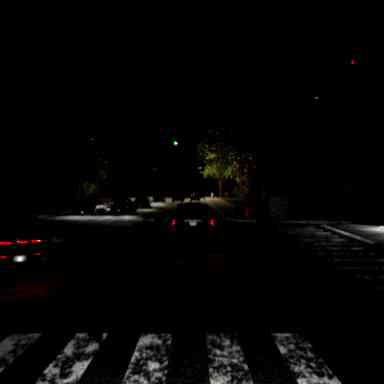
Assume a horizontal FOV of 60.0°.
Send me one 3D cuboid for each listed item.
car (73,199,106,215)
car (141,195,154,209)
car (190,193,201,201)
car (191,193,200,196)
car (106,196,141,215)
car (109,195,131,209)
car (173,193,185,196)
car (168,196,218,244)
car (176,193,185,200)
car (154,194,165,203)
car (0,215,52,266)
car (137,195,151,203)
[{"bbox_3d":[-9.759,1.396,32.378,2.033,1.411,5.357,0,0,1],"label":"car"},{"bbox_3d":[-6.338,1.325,42.235,1.812,1.442,4.674,0,0,1],"label":"car"},{"bbox_3d":[0.775,1.053,72.708,2.128,1.511,4.902,0,0,1],"label":"car"},{"bbox_3d":[0.594,1.196,62.292,1.837,1.490,4.892,0,0,1],"label":"car"},{"bbox_3d":[-6.522,1.377,32.030,1.812,1.442,4.674,0,0,1],"label":"car"},{"bbox_3d":[-9.547,1.289,44.419,1.837,1.490,4.892,0,1,1],"label":"car"},{"bbox_3d":[-2.649,1.040,62.700,2.097,1.767,4.553,0,0,1],"label":"car"},{"bbox_3d":[0.032,1.278,15.518,2.097,1.767,4.553,0,1,0],"label":"car"},{"bbox_3d":[-2.474,1.004,72.764,1.882,1.535,5.008,0,0,1],"label":"car"},{"bbox_3d":[-5.955,1.194,60.209,2.128,1.511,4.902,0,0,1],"label":"car"},{"bbox_3d":[-5.842,1.526,10.985,1.837,1.490,4.892,0,0,-31],"label":"car"},{"bbox_3d":[-9.140,1.246,63.382,1.994,1.385,4.181,0,0,1],"label":"car"}]
